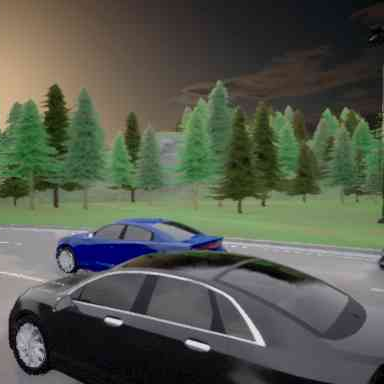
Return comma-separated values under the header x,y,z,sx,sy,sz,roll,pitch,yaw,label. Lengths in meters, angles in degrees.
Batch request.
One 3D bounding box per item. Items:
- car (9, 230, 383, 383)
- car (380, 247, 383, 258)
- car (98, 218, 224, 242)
x,y,z,sx,sy,sz,roll,pitch,yaw,label
-0.247,1.479,3.956,4.892,1.490,1.837,0,0,34,car
7.221,1.469,7.369,5.357,1.411,2.033,0,0,36,car
-1.529,1.429,8.891,5.008,1.535,1.882,0,0,31,car
